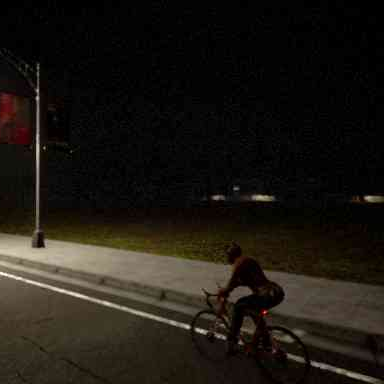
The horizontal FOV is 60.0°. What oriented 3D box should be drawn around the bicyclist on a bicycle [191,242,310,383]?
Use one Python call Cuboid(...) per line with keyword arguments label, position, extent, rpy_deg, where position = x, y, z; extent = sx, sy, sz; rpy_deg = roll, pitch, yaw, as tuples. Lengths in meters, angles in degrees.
Cuboid(label="bicyclist on a bicycle", position=(0.648, 1.475, 4.194), extent=(1.656, 1.620, 0.582), rpy_deg=(-1, -1, 36))
